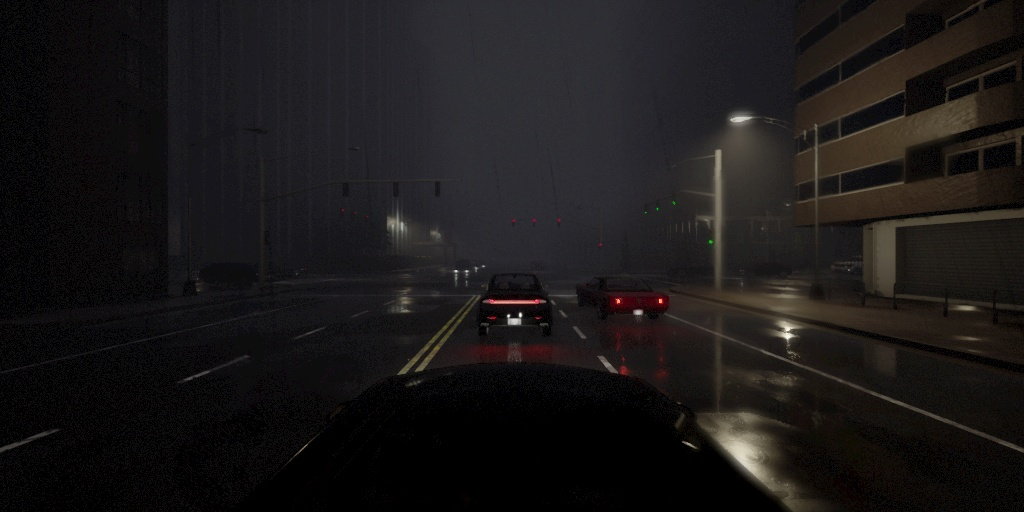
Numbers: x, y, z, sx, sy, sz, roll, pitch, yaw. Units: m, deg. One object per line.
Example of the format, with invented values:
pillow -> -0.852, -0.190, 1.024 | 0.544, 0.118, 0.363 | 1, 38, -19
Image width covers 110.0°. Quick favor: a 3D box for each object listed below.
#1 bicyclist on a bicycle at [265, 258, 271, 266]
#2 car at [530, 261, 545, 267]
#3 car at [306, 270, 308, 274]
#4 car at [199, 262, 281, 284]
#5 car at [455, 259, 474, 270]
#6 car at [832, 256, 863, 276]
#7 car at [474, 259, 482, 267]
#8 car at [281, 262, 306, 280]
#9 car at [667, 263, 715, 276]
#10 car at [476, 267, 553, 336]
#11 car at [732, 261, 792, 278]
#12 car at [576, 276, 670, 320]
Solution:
bicyclist on a bicycle -> -28.736, 1.050, 42.057 | 0.582, 1.620, 1.656 | 0, 0, 1
car -> 3.647, 1.350, 52.546 | 1.895, 1.301, 4.718 | 0, 0, 0
car -> -22.240, 1.297, 33.741 | 5.357, 1.411, 2.033 | 0, 0, 0
car -> -20.151, 1.254, 26.360 | 4.892, 1.490, 1.837 | 0, 0, 3
car -> -7.043, 1.254, 52.213 | 1.837, 1.490, 4.892 | 0, 0, 0
car -> 36.018, 0.970, 36.559 | 5.566, 2.045, 2.150 | 0, 0, 1
car -> -7.004, 1.274, 63.839 | 1.812, 1.442, 4.674 | 0, 0, 0
car -> -20.521, 1.242, 30.044 | 4.902, 1.511, 2.128 | 0, 0, -1
car -> 18.549, 1.350, 36.776 | 4.718, 1.301, 1.895 | 0, 0, 1
car -> 0.075, 1.241, 10.368 | 2.128, 1.511, 4.902 | 0, 0, 0
car -> 23.103, 1.254, 33.204 | 4.892, 1.490, 1.837 | 0, 0, 1
car -> 3.591, 1.351, 12.659 | 1.895, 1.301, 4.718 | 0, 0, -2
